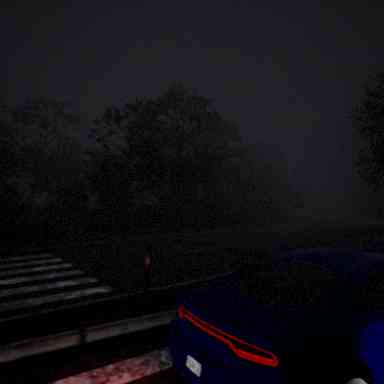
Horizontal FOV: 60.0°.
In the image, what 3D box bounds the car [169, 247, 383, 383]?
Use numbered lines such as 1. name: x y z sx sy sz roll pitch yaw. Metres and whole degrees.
1. car: 2.143 1.498 4.427 5.008 1.535 1.882 0 -1 -31
